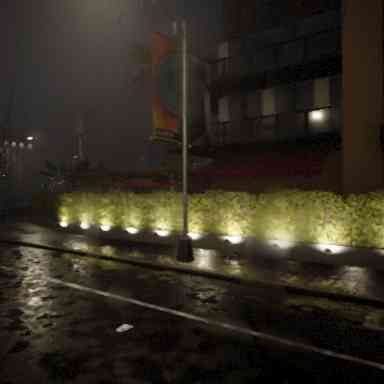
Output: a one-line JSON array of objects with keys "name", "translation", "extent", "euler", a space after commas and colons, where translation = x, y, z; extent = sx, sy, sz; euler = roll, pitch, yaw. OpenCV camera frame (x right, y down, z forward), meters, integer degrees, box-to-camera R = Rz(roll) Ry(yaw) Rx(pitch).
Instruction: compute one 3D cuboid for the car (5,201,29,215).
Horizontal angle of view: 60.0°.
[{"name": "car", "translation": [-16.773, 1.665, 35.040], "extent": [2.033, 1.411, 5.357], "euler": [0, 0, 37]}]
